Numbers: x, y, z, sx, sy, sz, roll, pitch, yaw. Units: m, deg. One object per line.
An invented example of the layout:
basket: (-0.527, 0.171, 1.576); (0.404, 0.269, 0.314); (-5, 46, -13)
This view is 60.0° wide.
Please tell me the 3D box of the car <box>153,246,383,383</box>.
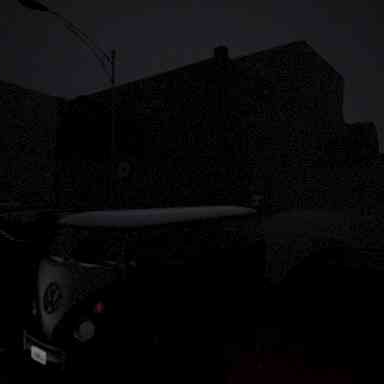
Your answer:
car: (1.993, 1.507, 3.899); (2.163, 1.488, 4.792); (0, 0, 36)

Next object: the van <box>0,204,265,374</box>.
van: (-0.418, 1.249, 5.524); (1.878, 1.987, 4.442); (0, 0, 36)

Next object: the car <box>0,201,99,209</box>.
car: (-2.587, 1.219, 7.264); (2.435, 2.045, 5.566); (0, 0, 36)
